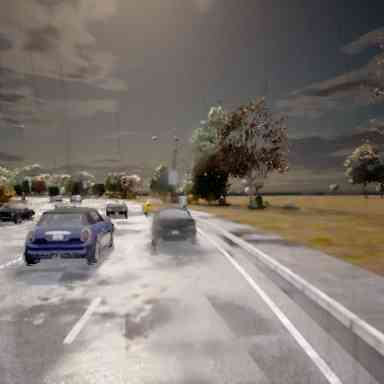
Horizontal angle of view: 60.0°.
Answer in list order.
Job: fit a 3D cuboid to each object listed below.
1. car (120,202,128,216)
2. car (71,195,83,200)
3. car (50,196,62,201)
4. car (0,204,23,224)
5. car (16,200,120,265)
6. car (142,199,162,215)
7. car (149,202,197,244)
[{"bbox_3d":[-6.920,1.536,30.702,1.895,1.301,4.718,0,0,-12],"label":"car"},{"bbox_3d":[-21.841,1.363,62.938,2.128,1.511,4.902,0,0,-25],"label":"car"},{"bbox_3d":[-25.425,1.407,62.269,1.994,1.385,4.181,0,0,-26],"label":"car"},{"bbox_3d":[-12.883,1.559,23.836,1.895,1.301,4.718,0,0,-10],"label":"car"},{"bbox_3d":[-4.073,1.330,11.827,2.097,1.767,4.553,0,0,-4],"label":"car"},{"bbox_3d":[-3.892,1.404,33.091,1.882,1.535,5.008,0,0,-13],"label":"car"},{"bbox_3d":[-0.928,1.441,15.596,1.882,1.535,5.008,0,0,-6],"label":"car"}]
